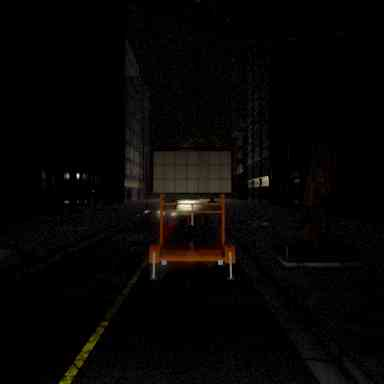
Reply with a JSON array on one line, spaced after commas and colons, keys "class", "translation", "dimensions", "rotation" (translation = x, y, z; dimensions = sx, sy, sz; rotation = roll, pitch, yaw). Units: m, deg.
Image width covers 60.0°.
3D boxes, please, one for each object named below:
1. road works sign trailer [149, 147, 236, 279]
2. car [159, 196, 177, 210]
[{"class": "road works sign trailer", "translation": [0.009, 0.464, 9.982], "dimensions": [2.380, 3.560, 2.880], "rotation": [0, 0, 0]}, {"class": "car", "translation": [-2.960, 1.351, 41.610], "dimensions": [2.097, 1.767, 4.553], "rotation": [0, 0, 0]}]
